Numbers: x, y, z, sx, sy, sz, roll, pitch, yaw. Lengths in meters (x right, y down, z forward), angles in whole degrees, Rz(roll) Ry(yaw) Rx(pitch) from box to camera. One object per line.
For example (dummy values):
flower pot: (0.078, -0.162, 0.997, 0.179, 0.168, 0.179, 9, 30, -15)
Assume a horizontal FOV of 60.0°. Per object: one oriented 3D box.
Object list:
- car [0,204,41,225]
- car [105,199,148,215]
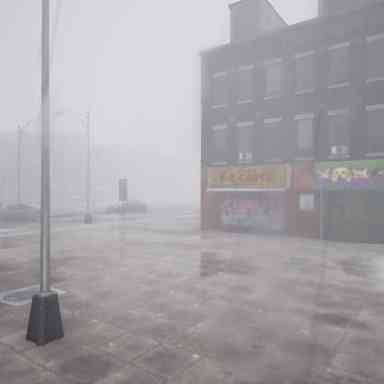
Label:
car: (-12.773, 1.515, 23.502, 1.994, 1.385, 4.181, 0, 0, 36)
car: (-6.346, 1.436, 32.600, 1.812, 1.442, 4.674, 0, 0, 35)
